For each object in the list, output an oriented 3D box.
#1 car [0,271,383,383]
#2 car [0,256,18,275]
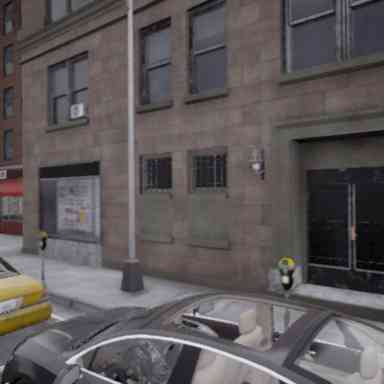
[{"bbox_3d":[0.144,1.564,2.709,4.403,1.369,2.008,-1,0,36],"label":"car"},{"bbox_3d":[-4.487,1.592,6.013,4.829,1.417,1.752,-1,0,36],"label":"car"}]
